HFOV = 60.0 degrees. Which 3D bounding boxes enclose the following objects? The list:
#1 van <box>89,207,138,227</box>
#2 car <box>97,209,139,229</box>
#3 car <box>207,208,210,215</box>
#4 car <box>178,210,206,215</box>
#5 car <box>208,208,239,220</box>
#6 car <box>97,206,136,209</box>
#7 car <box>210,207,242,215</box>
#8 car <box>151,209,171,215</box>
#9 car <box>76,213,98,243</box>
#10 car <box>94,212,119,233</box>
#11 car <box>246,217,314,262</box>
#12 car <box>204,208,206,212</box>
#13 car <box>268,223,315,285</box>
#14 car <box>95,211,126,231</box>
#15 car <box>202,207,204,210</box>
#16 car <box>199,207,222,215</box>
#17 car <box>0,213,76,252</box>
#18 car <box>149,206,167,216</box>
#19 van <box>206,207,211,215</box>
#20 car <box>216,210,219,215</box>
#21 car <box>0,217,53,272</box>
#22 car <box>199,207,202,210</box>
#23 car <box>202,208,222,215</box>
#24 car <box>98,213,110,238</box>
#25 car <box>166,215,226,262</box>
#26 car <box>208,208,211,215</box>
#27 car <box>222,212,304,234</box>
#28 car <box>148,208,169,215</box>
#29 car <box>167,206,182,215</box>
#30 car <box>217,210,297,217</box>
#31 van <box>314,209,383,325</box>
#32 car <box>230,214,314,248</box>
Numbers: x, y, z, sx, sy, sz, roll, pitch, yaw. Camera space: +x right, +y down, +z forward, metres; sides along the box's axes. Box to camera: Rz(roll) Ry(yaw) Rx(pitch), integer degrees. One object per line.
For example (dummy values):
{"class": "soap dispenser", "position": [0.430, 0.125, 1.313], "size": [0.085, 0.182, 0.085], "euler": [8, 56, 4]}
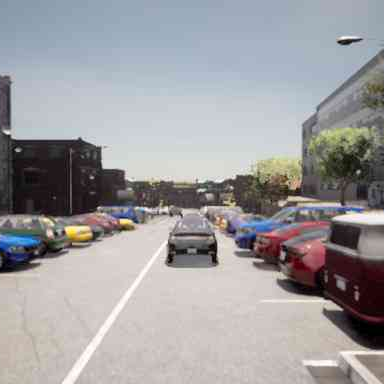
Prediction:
{"class": "van", "position": [-7.794, 2.501, 33.428], "size": [4.442, 1.987, 1.878], "euler": [0, -3, 0]}
{"class": "car", "position": [-7.492, 2.484, 27.967], "size": [5.366, 1.575, 1.946], "euler": [0, -3, 0]}
{"class": "car", "position": [4.659, 3.107, 42.070], "size": [4.892, 1.521, 2.231], "euler": [0, -3, 0]}
{"class": "car", "position": [0.023, 2.581, 29.064], "size": [1.812, 1.442, 4.674], "euler": [0, -2, 0]}
{"class": "car", "position": [4.685, 3.348, 50.449], "size": [4.553, 1.767, 2.185], "euler": [0, -3, 0]}
{"class": "car", "position": [-7.706, 2.353, 30.641], "size": [5.566, 2.045, 2.435], "euler": [0, -2, 0]}
{"class": "car", "position": [4.621, 2.736, 36.495], "size": [4.553, 1.767, 2.185], "euler": [0, -3, 0]}
{"class": "car", "position": [-7.671, 4.925, 82.624], "size": [4.674, 1.452, 2.002], "euler": [0, -3, 0]}
{"class": "car", "position": [-7.864, 1.995, 16.813], "size": [5.366, 1.575, 1.946], "euler": [0, -3, 0]}
{"class": "car", "position": [-7.675, 2.282, 22.387], "size": [4.674, 1.452, 2.002], "euler": [0, -3, 0]}
{"class": "car", "position": [4.651, 1.766, 11.428], "size": [5.008, 1.535, 2.097], "euler": [0, -3, 0]}
{"class": "car", "position": [4.649, 3.356, 47.776], "size": [5.008, 1.535, 2.097], "euler": [0, -3, 0]}
{"class": "car", "position": [4.681, 1.692, 8.597], "size": [4.792, 1.488, 2.163], "euler": [0, -2, 0]}
{"class": "car", "position": [-7.675, 2.399, 25.052], "size": [4.674, 1.452, 2.002], "euler": [0, -3, 0]}
{"class": "car", "position": [4.624, 3.837, 61.611], "size": [4.553, 1.767, 2.185], "euler": [0, -3, 0]}
{"class": "car", "position": [4.628, 4.691, 83.945], "size": [5.566, 2.045, 2.435], "euler": [0, -3, 0]}
{"class": "car", "position": [-7.647, 1.744, 13.903], "size": [4.553, 1.767, 2.185], "euler": [0, -2, 0]}
{"class": "car", "position": [-7.703, 4.247, 73.831], "size": [5.566, 2.045, 2.435], "euler": [0, -3, 0]}
{"class": "van", "position": [4.537, 3.003, 44.870], "size": [4.442, 1.987, 1.878], "euler": [0, -3, 0]}
{"class": "car", "position": [4.681, 2.524, 28.114], "size": [4.792, 1.488, 2.163], "euler": [0, -3, 0]}
{"class": "car", "position": [-7.684, 1.752, 11.110], "size": [5.008, 1.535, 2.097], "euler": [0, -2, 0]}
{"class": "car", "position": [4.683, 3.834, 64.409], "size": [5.566, 2.045, 2.435], "euler": [0, -3, 0]}
{"class": "car", "position": [4.687, 4.577, 78.482], "size": [4.553, 1.767, 2.185], "euler": [0, -3, 0]}
{"class": "car", "position": [-7.649, 2.150, 19.601], "size": [4.792, 1.488, 2.163], "euler": [0, -3, 0]}
{"class": "car", "position": [0.019, 1.873, 13.645], "size": [2.128, 1.511, 4.902], "euler": [0, -2, 0]}
{"class": "car", "position": [4.647, 2.985, 39.278], "size": [4.892, 1.521, 2.231], "euler": [0, -3, 0]}
{"class": "car", "position": [4.681, 2.279, 22.531], "size": [4.792, 1.488, 2.163], "euler": [0, -3, 0]}
{"class": "car", "position": [-7.643, 4.496, 76.636], "size": [4.553, 1.767, 2.185], "euler": [0, -3, 0]}
{"class": "car", "position": [-3.021, 3.785, 63.459], "size": [2.150, 2.045, 5.566], "euler": [0, -3, 1]}
{"class": "car", "position": [4.838, 2.369, 25.324], "size": [5.366, 1.575, 1.946], "euler": [0, -3, 0]}
{"class": "van", "position": [4.768, 1.357, 5.819], "size": [4.442, 1.987, 1.878], "euler": [0, -2, 0]}
{"class": "car", "position": [4.623, 2.034, 16.950], "size": [4.792, 1.488, 2.163], "euler": [0, -3, 0]}
